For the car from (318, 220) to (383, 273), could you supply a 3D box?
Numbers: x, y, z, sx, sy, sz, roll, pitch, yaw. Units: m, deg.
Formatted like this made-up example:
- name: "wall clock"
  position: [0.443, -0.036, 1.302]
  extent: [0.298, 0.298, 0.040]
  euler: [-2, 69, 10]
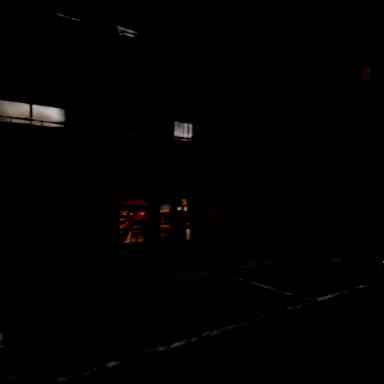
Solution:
- name: "car"
  position: [5.923, 1.603, 10.788]
  extent: [4.313, 1.339, 1.947]
  euler: [0, 0, -36]
